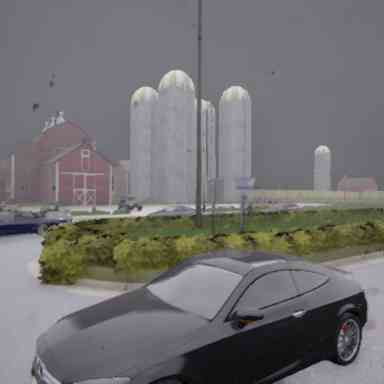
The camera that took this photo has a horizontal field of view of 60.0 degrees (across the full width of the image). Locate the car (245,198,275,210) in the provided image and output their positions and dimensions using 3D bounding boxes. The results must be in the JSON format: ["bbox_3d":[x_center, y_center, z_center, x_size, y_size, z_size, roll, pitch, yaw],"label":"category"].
[{"bbox_3d":[8.168,1.579,37.276,1.932,1.855,4.605,1,0,-36],"label":"car"}]

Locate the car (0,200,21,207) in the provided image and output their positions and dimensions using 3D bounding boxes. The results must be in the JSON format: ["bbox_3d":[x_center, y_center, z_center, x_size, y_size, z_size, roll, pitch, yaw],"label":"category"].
[{"bbox_3d":[-18.450,1.550,33.692,1.816,1.474,4.193,1,0,-36],"label":"car"}]

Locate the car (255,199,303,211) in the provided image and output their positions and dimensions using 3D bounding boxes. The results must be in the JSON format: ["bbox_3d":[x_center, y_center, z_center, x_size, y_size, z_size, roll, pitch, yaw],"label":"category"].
[{"bbox_3d":[8.543,1.742,31.310,4.892,1.490,1.837,0,0,-35],"label":"car"}]

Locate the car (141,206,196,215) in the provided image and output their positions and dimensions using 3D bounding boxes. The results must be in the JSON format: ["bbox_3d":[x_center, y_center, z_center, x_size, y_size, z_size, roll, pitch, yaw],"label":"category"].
[{"bbox_3d":[-1.201,1.689,24.323,4.181,1.385,1.994,1,0,-36],"label":"car"}]

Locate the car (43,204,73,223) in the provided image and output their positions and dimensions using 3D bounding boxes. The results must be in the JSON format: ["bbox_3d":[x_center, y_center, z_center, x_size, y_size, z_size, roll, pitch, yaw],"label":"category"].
[{"bbox_3d":[-9.948,1.577,23.963,1.784,1.438,3.905,1,0,-36],"label":"car"}]

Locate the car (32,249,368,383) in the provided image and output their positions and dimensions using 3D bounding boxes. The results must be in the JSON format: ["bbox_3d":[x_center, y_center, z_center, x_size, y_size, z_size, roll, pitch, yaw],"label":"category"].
[{"bbox_3d":[0.498,1.553,4.346,4.674,1.442,1.812,1,0,-36],"label":"car"}]

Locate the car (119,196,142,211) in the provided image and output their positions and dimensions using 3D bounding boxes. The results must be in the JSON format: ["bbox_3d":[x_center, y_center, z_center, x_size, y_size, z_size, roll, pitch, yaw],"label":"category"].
[{"bbox_3d":[-7.854,1.485,42.050,1.905,1.878,3.866,1,0,-36],"label":"car"}]

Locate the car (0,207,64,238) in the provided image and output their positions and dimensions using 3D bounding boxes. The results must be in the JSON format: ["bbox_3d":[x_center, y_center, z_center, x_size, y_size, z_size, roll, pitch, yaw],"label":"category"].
[{"bbox_3d":[-9.028,1.621,16.274,1.895,1.301,4.718,0,0,30],"label":"car"}]

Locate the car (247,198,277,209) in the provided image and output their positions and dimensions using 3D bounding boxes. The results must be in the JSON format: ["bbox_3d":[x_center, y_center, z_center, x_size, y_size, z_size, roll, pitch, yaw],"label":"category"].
[{"bbox_3d":[11.763,1.882,56.226,2.242,1.667,4.611,1,0,-36],"label":"car"}]
